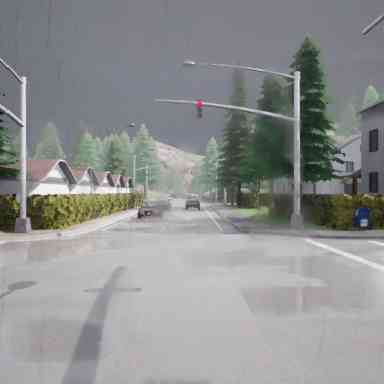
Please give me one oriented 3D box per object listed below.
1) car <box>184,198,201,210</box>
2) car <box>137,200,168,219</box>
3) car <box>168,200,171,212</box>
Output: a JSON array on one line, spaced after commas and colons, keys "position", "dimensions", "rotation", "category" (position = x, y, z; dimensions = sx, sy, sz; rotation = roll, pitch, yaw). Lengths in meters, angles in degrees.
[{"position": [0.100, 1.518, 43.303], "dimensions": [1.837, 1.490, 4.892], "rotation": [0, 0, 0], "category": "car"}, {"position": [-3.504, 1.573, 28.900], "dimensions": [1.994, 1.385, 4.181], "rotation": [0, 0, 0], "category": "car"}, {"position": [-3.501, 1.613, 39.331], "dimensions": [1.895, 1.301, 4.718], "rotation": [0, 0, 0], "category": "car"}]
